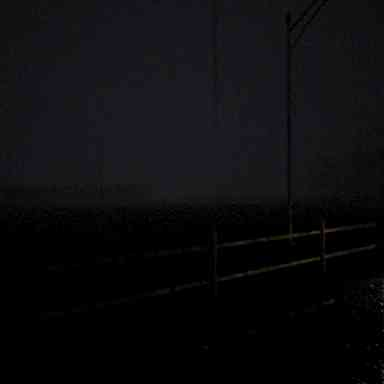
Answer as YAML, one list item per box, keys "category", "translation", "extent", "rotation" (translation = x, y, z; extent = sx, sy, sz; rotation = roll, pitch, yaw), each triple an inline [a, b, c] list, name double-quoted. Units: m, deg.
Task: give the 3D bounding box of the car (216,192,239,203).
- category: "car"
  translation: [7.216, 1.093, 68.444]
  extent: [2.150, 2.045, 5.566]
  rotation: [0, 0, -36]

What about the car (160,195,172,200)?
- category: "car"
  translation: [-7.498, 1.521, 93.363]
  extent: [1.837, 1.490, 4.892]
  rotation: [0, 0, -36]
